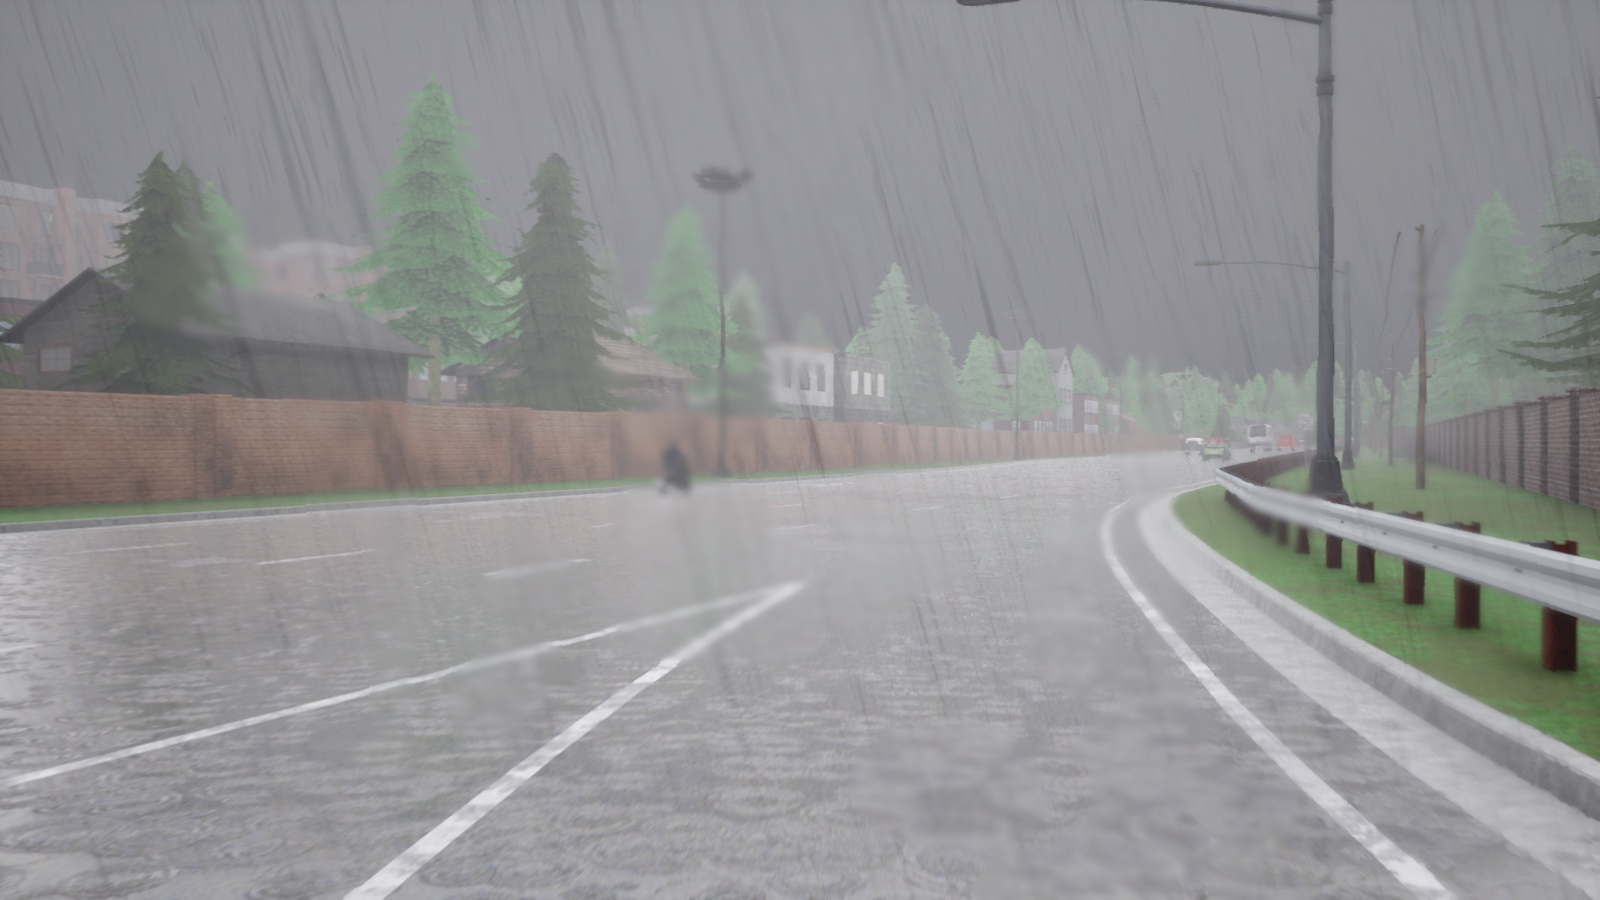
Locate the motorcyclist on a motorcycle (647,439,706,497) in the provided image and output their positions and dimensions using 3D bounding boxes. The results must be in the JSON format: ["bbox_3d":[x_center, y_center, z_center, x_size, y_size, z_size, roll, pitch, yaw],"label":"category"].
[{"bbox_3d":[-3.480,0.494,35.549,0.866,1.590,1.817,0,0,24],"label":"motorcyclist on a motorcycle"}]
